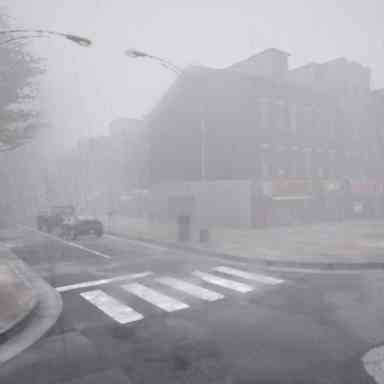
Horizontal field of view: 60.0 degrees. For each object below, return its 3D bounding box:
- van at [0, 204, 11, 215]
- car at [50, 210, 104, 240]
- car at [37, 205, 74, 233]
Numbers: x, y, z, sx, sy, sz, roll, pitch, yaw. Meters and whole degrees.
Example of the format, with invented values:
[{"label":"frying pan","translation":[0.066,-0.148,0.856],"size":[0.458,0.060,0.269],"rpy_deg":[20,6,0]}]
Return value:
[{"label":"van","translation":[-29.153,2.725,51.383],"size":[1.690,1.788,3.998],"rpy_deg":[-3,0,-35]},{"label":"car","translation":[-6.678,1.975,19.829],"size":[2.008,1.369,4.403],"rpy_deg":[-3,0,-35]},{"label":"car","translation":[-9.899,1.874,24.336],"size":[2.192,1.841,5.009],"rpy_deg":[-3,0,-35]}]
